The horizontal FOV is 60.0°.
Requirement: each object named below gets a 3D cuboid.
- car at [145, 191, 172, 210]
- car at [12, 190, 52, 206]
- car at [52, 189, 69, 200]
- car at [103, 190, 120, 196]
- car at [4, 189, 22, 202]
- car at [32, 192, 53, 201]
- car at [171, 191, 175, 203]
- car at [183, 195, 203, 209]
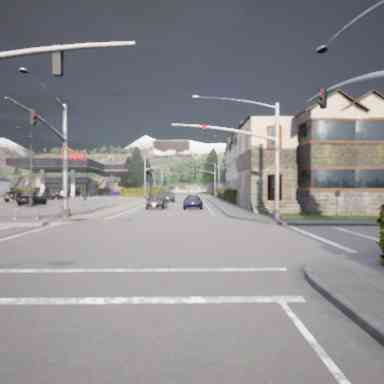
[{"bbox_3d":[-3.576,0.978,34.148,2.128,1.511,4.902,0,1,1],"label":"car"},{"bbox_3d":[-18.928,0.896,39.542,2.007,1.523,4.514,0,1,0],"label":"car"},{"bbox_3d":[-22.634,0.407,57.405,1.905,1.878,3.866,0,1,0],"label":"car"},{"bbox_3d":[-22.184,0.302,91.409,4.611,1.667,2.242,0,1,0],"label":"car"},{"bbox_3d":[-25.898,0.546,49.529,1.932,1.855,4.605,0,1,0],"label":"car"},{"bbox_3d":[-25.960,0.682,58.011,1.970,1.475,3.806,0,1,0],"label":"car"},{"bbox_3d":[-3.578,0.633,47.969,2.097,1.767,4.553,0,1,0],"label":"car"},{"bbox_3d":[0.095,1.035,35.177,1.994,1.385,4.181,0,1,0],"label":"car"}]
